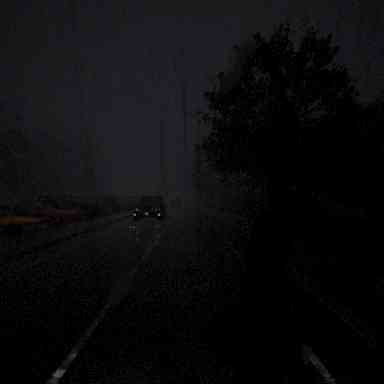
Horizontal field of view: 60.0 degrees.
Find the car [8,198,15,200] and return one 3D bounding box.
[{"bbox_3d":[-23.409,1.748,39.209,5.008,1.535,2.097,0,-1,0],"label":"car"}]

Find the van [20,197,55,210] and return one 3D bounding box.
[{"bbox_3d":[-23.294,1.702,50.291,4.442,1.987,1.878,0,-1,0],"label":"van"}]

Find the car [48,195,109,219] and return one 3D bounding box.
[{"bbox_3d":[-10.309,1.314,27.919,5.566,2.045,2.435,0,-1,0],"label":"car"}]

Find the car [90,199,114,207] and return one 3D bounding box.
[{"bbox_3d":[-23.373,2.769,86.272,5.566,2.045,2.435,0,-2,0],"label":"car"}]

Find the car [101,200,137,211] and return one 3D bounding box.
[{"bbox_3d":[-10.335,1.920,47.345,4.674,1.452,2.002,0,-1,0],"label":"car"}]

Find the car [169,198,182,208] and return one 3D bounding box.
[{"bbox_3d":[-3.287,2.189,69.387,2.150,2.045,5.566,0,-2,0],"label":"car"}]

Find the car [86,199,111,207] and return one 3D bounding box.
[{"bbox_3d":[-23.374,2.679,83.504,5.566,2.045,2.435,0,-2,0],"label":"car"}]

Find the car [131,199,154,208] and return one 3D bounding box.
[{"bbox_3d":[-10.295,2.353,69.531,4.553,1.767,2.185,0,-2,0],"label":"car"}]

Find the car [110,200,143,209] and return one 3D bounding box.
[{"bbox_3d":[-10.360,2.000,52.903,4.792,1.488,2.163,0,-1,0],"label":"car"}]

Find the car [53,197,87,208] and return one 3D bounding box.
[{"bbox_3d":[-23.379,2.049,63.997,5.566,2.045,2.435,0,-2,0],"label":"car"}]

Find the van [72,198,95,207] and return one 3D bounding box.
[{"bbox_3d":[-23.522,2.342,72.302,4.442,1.987,1.878,0,-2,0],"label":"van"}]

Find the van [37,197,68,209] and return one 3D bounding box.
[{"bbox_3d":[-23.293,1.805,55.682,4.442,1.987,1.878,0,-1,0],"label":"van"}]

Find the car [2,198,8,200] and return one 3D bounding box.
[{"bbox_3d":[-23.410,1.701,36.313,5.008,1.535,2.097,0,-1,0],"label":"car"}]

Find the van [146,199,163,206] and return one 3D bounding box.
[{"bbox_3d":[-10.437,2.971,91.732,4.442,1.987,1.878,0,-2,0],"label":"van"}]

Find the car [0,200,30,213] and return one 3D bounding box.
[{"bbox_3d":[-23.407,1.794,41.979,4.892,1.521,2.231,0,-1,0],"label":"car"}]

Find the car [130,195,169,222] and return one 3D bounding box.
[{"bbox_3d":[-3.357,1.302,27.411,2.150,2.045,5.566,0,-1,0],"label":"car"}]

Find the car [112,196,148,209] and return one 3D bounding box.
[{"bbox_3d":[-10.358,1.779,55.661,5.566,2.045,2.435,0,-2,0],"label":"car"}]

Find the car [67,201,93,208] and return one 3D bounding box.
[{"bbox_3d":[-23.404,2.523,69.650,4.674,1.452,2.002,0,-2,0],"label":"car"}]

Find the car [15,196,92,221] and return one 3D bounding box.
[{"bbox_3d":[-10.369,1.397,25.146,4.553,1.767,2.185,0,-1,0],"label":"car"}]

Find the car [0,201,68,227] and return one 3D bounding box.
[{"bbox_3d":[-10.345,1.456,19.595,4.892,1.521,2.231,0,-1,0],"label":"car"}]

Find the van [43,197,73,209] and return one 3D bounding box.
[{"bbox_3d":[-23.525,1.899,58.583,4.442,1.987,1.878,0,-2,0],"label":"van"}]

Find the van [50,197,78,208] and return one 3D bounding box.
[{"bbox_3d":[-23.525,1.984,61.227,4.442,1.987,1.878,0,-2,0],"label":"van"}]

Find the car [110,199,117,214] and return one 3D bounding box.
[{"bbox_3d":[-10.338,1.695,33.466,4.674,1.452,2.002,0,-1,0],"label":"car"}]

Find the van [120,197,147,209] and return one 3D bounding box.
[{"bbox_3d":[-10.212,1.894,58.435,4.442,1.987,1.878,0,-2,0],"label":"van"}]

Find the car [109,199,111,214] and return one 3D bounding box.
[{"bbox_3d":[-10.366,1.640,30.691,4.792,1.488,2.163,0,-1,0],"label":"car"}]

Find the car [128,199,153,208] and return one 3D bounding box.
[{"bbox_3d":[-10.295,2.264,66.757,4.553,1.767,2.185,0,-2,0],"label":"car"}]

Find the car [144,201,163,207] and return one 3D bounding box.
[{"bbox_3d":[-10.292,3.136,88.949,4.792,1.488,2.163,0,-2,0],"label":"car"}]

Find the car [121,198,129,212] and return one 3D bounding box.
[{"bbox_3d":[-10.340,1.745,39.019,5.008,1.535,2.097,0,-1,0],"label":"car"}]

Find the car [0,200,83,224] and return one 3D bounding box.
[{"bbox_3d":[-10.345,1.485,22.367,5.008,1.535,2.097,0,-1,0],"label":"car"}]

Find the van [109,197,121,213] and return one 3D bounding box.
[{"bbox_3d":[-10.452,1.474,36.246,4.442,1.987,1.878,0,-1,0],"label":"van"}]

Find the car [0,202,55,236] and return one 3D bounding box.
[{"bbox_3d":[-10.155,1.431,16.827,5.366,1.575,1.946,0,-1,0],"label":"car"}]

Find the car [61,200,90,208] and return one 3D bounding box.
[{"bbox_3d":[-23.401,2.393,66.882,5.008,1.535,2.097,0,-2,0],"label":"car"}]
